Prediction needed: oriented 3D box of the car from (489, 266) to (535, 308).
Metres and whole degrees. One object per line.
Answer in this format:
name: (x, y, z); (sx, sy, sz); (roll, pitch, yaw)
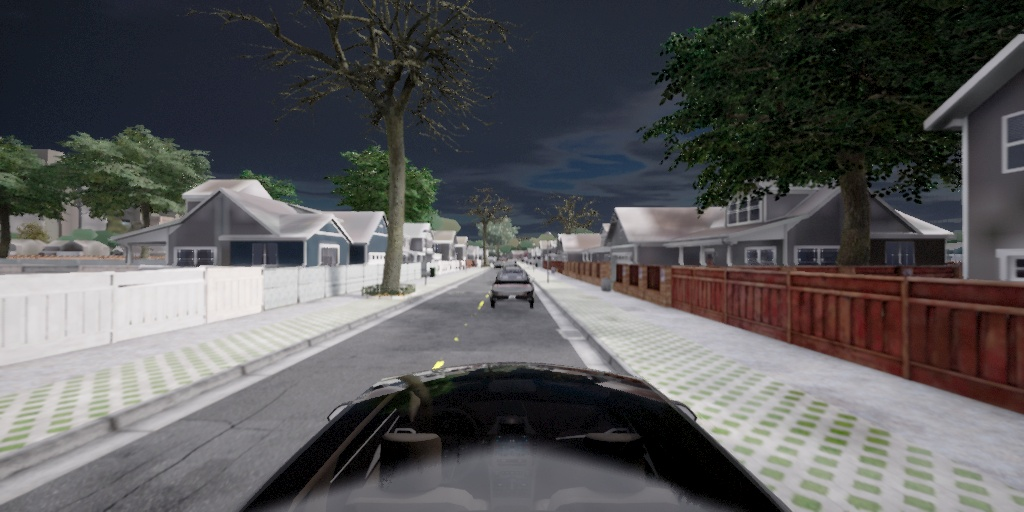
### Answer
car: (0.021, 1.378, 16.156); (2.128, 1.511, 4.902); (0, 0, 0)

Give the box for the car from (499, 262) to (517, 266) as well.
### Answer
car: (0.038, 1.531, 31.161); (1.837, 1.490, 4.892); (0, 0, 0)
